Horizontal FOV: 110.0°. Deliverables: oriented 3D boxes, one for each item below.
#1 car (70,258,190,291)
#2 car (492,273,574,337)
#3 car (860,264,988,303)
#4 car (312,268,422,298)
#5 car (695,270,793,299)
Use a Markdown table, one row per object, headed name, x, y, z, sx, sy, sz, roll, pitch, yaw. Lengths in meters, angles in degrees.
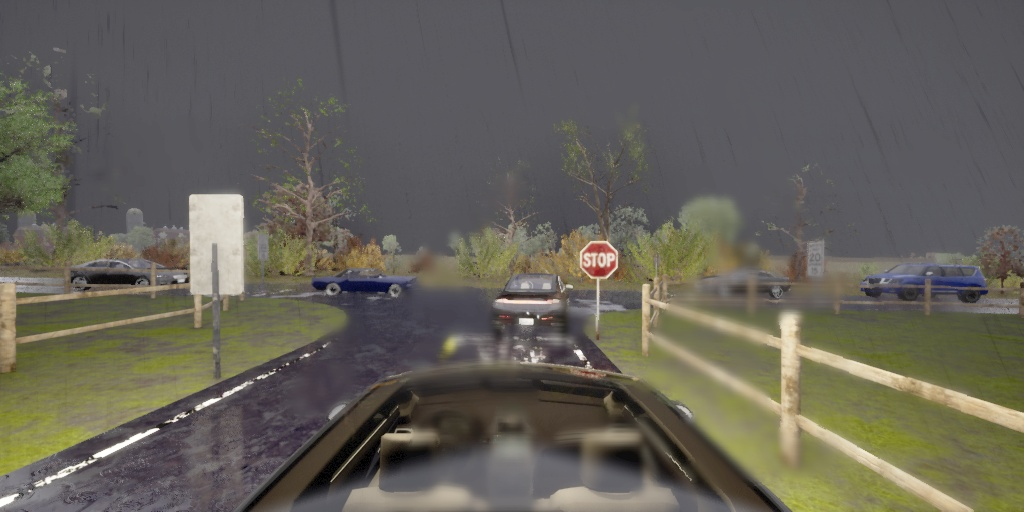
| name | x | y | z | sx | sy | sz | roll | pitch | yaw |
| --- | --- | --- | --- | --- | --- | --- | --- | --- | --- |
| car | -18.477 | 0.885 | 17.389 | 4.902 | 1.511 | 2.128 | 1 | 1 | 0 |
| car | 0.714 | 1.239 | 10.323 | 2.128 | 1.511 | 4.902 | 0 | 0 | 9 |
| car | 23.147 | 1.469 | 20.251 | 5.566 | 2.045 | 2.150 | 1 | 1 | 0 |
| car | -6.871 | 1.247 | 17.361 | 4.718 | 1.301 | 1.895 | 1 | 1 | 0 |
| car | 13.020 | 1.525 | 20.271 | 4.902 | 1.511 | 2.128 | 1 | 1 | 0 |
